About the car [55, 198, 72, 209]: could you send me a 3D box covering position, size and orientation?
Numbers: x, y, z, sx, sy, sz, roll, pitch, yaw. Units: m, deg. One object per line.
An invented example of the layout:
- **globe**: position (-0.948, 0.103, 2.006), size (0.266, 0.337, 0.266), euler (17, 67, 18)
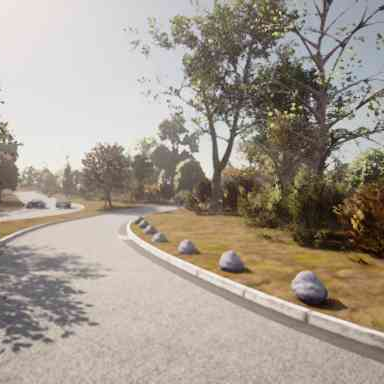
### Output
- **car**: position (-17.136, 1.505, 44.592), size (2.128, 1.511, 4.902), euler (0, 0, -17)

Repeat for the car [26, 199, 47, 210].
- **car**: position (-20.113, 1.558, 43.233), size (1.994, 1.385, 4.181), euler (0, 0, -17)

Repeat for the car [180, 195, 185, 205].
- **car**: position (-0.325, 1.266, 55.633), size (2.097, 1.767, 4.553), euler (1, 1, 21)
